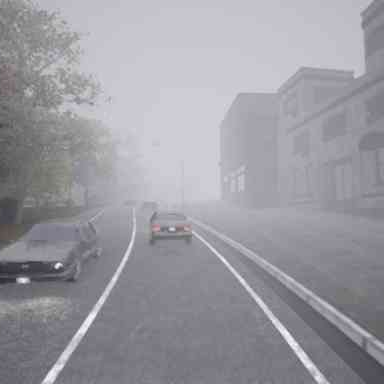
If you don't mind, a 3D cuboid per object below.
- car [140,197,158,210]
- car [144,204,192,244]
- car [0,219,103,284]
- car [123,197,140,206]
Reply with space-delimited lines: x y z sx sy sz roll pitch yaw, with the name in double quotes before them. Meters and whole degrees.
"car" -5.028 1.378 39.989 1.812 1.442 4.674 0 1 -7
"car" -1.130 1.543 15.906 2.033 1.411 5.357 0 0 -7
"car" -3.910 1.536 9.896 2.033 1.411 5.357 0 0 -5
"car" -9.155 1.366 50.734 1.895 1.301 4.718 0 0 1
